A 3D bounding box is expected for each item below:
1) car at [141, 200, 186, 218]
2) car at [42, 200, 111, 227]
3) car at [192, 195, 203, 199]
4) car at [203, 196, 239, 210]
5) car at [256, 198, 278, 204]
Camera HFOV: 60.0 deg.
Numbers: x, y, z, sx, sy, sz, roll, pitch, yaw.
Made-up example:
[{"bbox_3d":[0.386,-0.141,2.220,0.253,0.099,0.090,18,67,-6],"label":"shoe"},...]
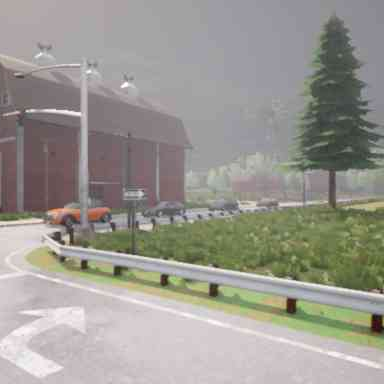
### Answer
[{"bbox_3d":[-2.537,1.553,30.327,1.837,1.490,4.892,0,0,37],"label":"car"},{"bbox_3d":[-7.906,1.401,23.077,2.097,1.767,4.553,0,0,37],"label":"car"},{"bbox_3d":[1.312,1.584,81.488,1.816,1.474,4.193,0,0,36],"label":"car"},{"bbox_3d":[3.711,1.552,38.758,1.837,1.490,4.892,0,0,37],"label":"car"},{"bbox_3d":[11.024,1.574,48.552,1.812,1.442,4.674,0,0,37],"label":"car"}]
